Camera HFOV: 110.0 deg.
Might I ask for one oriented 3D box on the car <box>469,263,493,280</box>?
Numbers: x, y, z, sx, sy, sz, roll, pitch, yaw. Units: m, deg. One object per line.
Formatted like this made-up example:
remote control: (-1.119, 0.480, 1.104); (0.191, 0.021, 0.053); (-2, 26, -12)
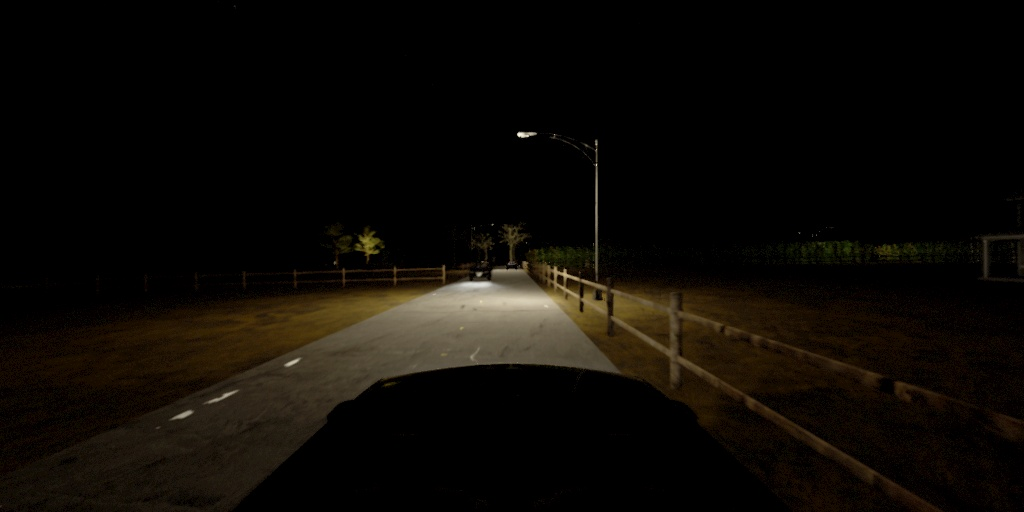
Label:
car: (-2.755, 1.379, 32.582); (2.128, 1.511, 4.902); (0, 0, 0)

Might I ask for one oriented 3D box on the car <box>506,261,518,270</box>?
car: (0.001, 1.622, 60.296); (2.128, 1.511, 4.902); (0, -1, 0)
